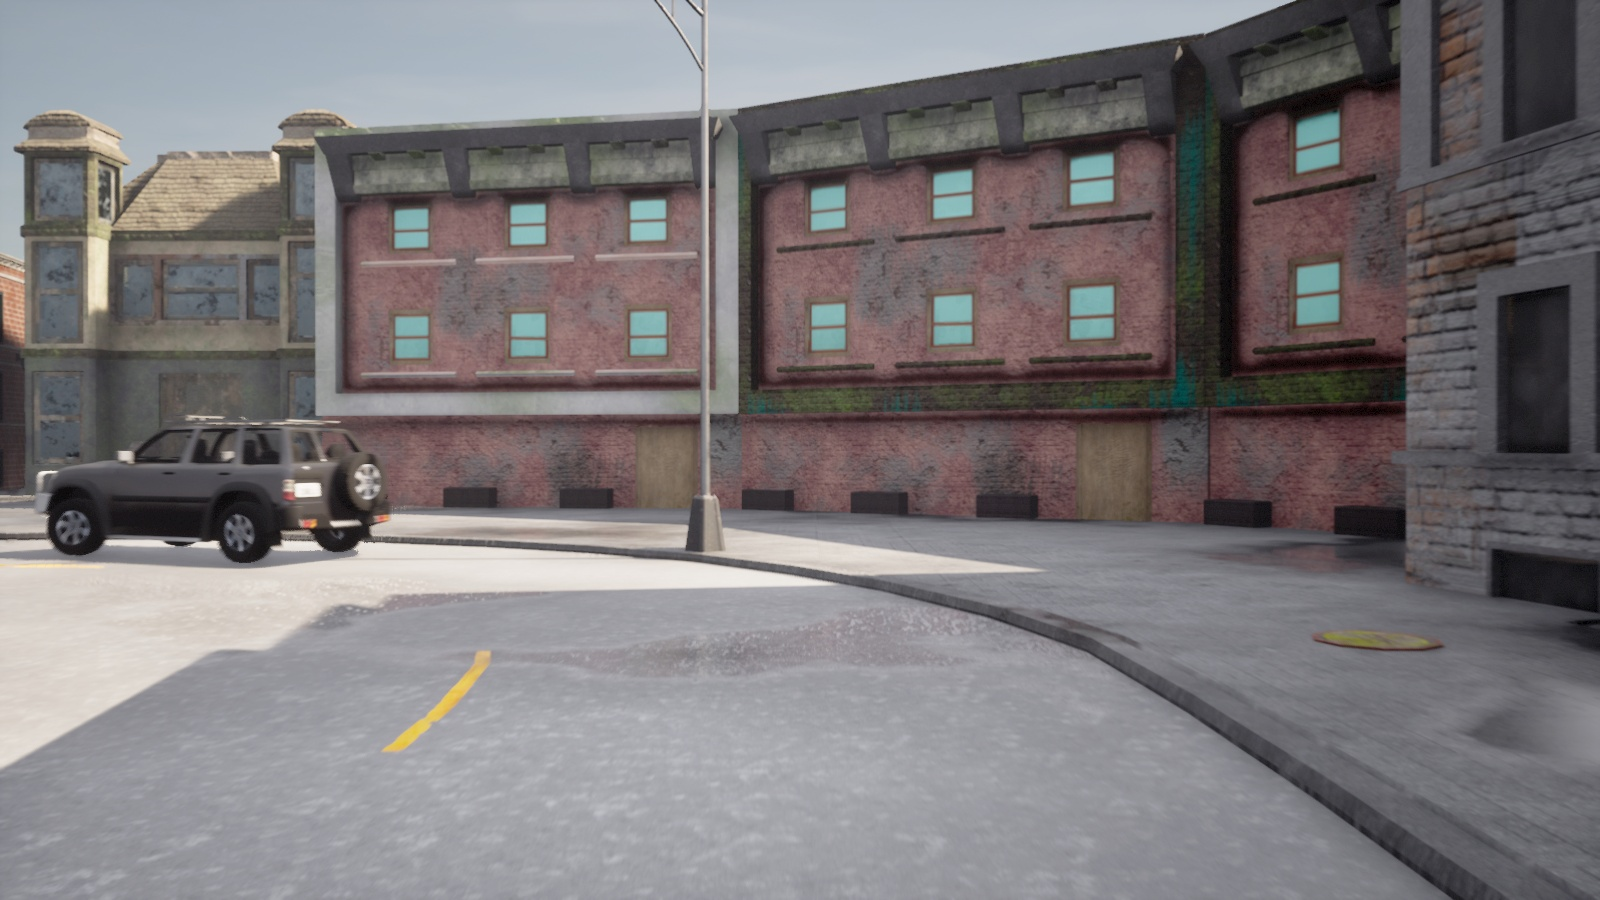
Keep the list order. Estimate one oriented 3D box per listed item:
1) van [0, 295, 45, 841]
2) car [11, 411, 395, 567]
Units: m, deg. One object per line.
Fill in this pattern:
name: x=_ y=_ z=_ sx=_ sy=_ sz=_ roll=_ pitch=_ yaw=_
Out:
van: x=-3.976 y=0.451 z=2.711 sx=2.069 sy=2.038 sz=4.480 roll=0 pitch=0 yaw=-1
car: x=-7.889 y=0.465 z=16.631 sx=4.605 sy=1.855 sz=1.932 roll=0 pitch=0 yaw=21
